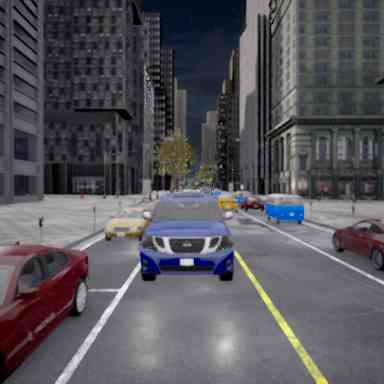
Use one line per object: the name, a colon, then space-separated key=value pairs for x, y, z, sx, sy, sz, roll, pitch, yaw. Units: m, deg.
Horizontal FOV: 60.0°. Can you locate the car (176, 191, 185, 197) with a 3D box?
car: x=-2.799 y=0.447 z=80.843 sx=1.887 sy=1.381 sz=4.507 roll=0 pitch=1 yaw=0

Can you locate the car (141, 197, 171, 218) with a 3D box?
car: x=-2.789 y=1.172 z=26.649 sx=1.887 sy=1.381 sz=4.507 roll=0 pitch=1 yaw=0

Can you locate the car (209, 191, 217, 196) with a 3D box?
car: x=5.721 y=0.341 z=91.904 sx=1.802 sy=1.307 sz=4.206 roll=0 pitch=1 yaw=0

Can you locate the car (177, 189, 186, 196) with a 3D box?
car: x=-2.801 y=0.149 z=86.128 sx=2.192 sy=1.841 sz=5.009 roll=0 pitch=1 yaw=0

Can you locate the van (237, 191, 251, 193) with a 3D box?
van: x=5.761 y=0.815 z=37.681 sx=1.690 sy=1.788 sz=3.998 roll=0 pitch=1 yaw=0

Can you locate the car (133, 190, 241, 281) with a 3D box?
car: x=-0.107 y=1.082 z=9.770 sx=2.150 sy=2.045 sz=5.566 roll=0 pitch=1 yaw=0

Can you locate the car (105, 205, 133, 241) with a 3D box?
car: x=-2.782 y=1.308 z=15.429 sx=1.752 sy=1.417 sz=4.829 roll=0 pitch=1 yaw=0

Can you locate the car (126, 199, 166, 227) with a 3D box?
car: x=-2.786 y=1.248 z=21.124 sx=1.887 sy=1.381 sz=4.507 roll=0 pitch=1 yaw=0

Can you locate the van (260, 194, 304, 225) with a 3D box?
van: x=5.766 y=1.044 z=21.108 sx=1.690 sy=1.788 sz=3.998 roll=0 pitch=1 yaw=0

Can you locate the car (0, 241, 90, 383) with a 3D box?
car: x=-2.774 y=1.480 z=4.549 sx=1.887 sy=1.381 sz=4.507 roll=0 pitch=1 yaw=0

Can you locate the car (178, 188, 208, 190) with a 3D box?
car: x=-0.015 y=0.805 z=29.838 sx=2.150 sy=2.045 sz=5.566 roll=0 pitch=1 yaw=0

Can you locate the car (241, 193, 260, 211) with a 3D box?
car: x=5.762 y=1.095 z=32.159 sx=1.887 sy=1.381 sz=4.507 roll=0 pitch=1 yaw=0

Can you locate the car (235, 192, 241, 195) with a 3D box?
car: x=3.058 y=1.045 z=30.922 sx=1.882 sy=1.535 sz=5.008 roll=0 pitch=1 yaw=0

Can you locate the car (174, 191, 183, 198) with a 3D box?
car: x=-2.800 y=0.568 z=70.093 sx=1.752 sy=1.417 sz=4.829 roll=0 pitch=1 yaw=0

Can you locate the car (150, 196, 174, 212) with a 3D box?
car: x=-2.793 y=1.095 z=32.174 sx=1.887 sy=1.381 sz=4.507 roll=0 pitch=1 yaw=0

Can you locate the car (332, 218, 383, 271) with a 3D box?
car: x=5.768 y=1.439 z=10.062 sx=1.802 sy=1.307 sz=4.206 roll=0 pitch=1 yaw=0

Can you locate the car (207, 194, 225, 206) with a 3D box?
car: x=3.037 y=0.967 z=42.947 sx=1.994 sy=1.385 sz=4.181 roll=0 pitch=1 yaw=0
